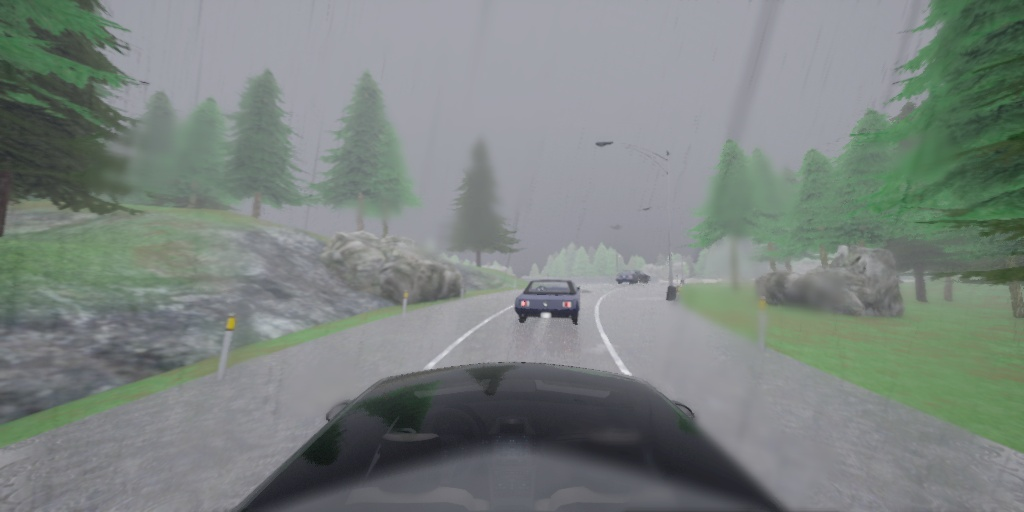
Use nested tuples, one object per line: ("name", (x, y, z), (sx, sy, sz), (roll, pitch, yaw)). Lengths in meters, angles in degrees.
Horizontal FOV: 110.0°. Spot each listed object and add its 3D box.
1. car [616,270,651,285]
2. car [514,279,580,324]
("car", (12.065, 2.090, 35.626), (2.033, 1.411, 5.357), (-3, -4, 38))
("car", (1.421, 1.446, 12.491), (1.895, 1.301, 4.718), (0, -1, 11))
